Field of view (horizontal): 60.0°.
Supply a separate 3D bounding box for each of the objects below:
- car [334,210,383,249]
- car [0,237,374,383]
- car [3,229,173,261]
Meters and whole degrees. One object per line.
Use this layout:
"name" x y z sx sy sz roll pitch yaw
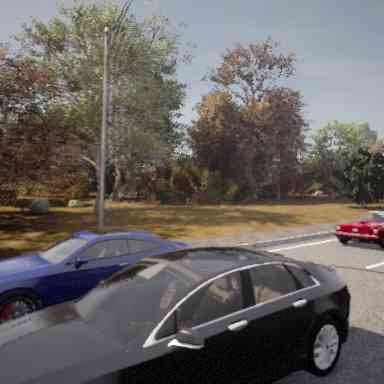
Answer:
"car" 8.065 1.482 14.064 4.718 1.301 1.895 -1 1 -35
"car" -0.009 1.508 3.986 4.892 1.490 1.837 -1 0 -36
"car" -2.007 1.534 6.860 4.674 1.442 1.812 0 0 -36
